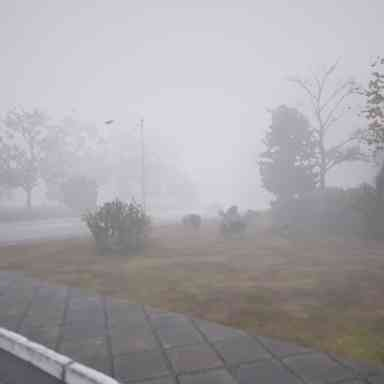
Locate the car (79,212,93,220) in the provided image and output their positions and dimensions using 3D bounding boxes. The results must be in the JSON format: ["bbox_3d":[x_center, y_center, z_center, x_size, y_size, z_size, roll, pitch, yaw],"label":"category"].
[{"bbox_3d":[-9.122,2.288,33.969,1.895,1.301,4.718,-3,-2,32],"label":"car"}]

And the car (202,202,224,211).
[{"bbox_3d":[3.378,2.311,53.738,2.128,1.511,4.902,-3,-2,32],"label":"car"}]
